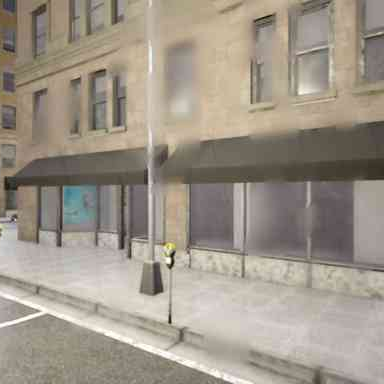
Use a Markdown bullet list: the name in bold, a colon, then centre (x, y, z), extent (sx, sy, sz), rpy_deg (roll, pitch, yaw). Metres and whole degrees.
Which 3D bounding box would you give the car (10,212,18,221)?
- **car**: centre (-11.158, 1.651, 26.110), extent (2.033, 1.411, 5.357), rpy_deg (0, 0, 36)
